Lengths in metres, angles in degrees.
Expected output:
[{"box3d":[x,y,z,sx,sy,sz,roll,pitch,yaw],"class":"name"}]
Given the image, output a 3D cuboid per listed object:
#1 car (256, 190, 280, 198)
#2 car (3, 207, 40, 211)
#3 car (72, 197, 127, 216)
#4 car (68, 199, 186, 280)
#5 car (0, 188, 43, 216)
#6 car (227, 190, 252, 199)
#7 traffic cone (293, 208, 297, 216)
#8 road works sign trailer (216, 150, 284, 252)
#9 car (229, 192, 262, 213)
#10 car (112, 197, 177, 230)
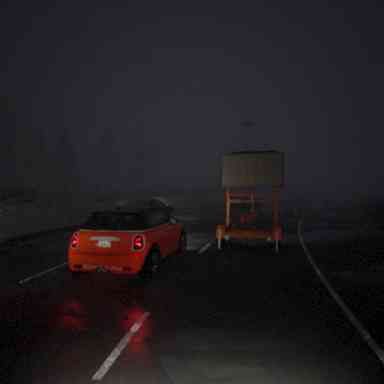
[{"box3d":[14.035,0.351,61.568,2.128,1.511,4.902,1,1,44],"class":"car"},{"box3d":[-12.499,1.115,23.737,1.812,1.442,4.674,0,1,19],"class":"car"},{"box3d":[-7.503,1.114,27.497,1.895,1.301,4.718,0,1,21],"class":"car"},{"box3d":[-1.582,1.176,9.705,2.097,1.767,4.553,0,1,11],"class":"car"},{"box3d":[-15.090,0.755,27.092,2.150,2.045,5.566,0,1,19],"class":"car"},{"box3d":[8.714,0.370,60.944,2.128,1.511,4.902,1,1,41],"class":"car"},{"box3d":[7.709,1.490,24.822,0.340,0.580,0.340,0,1,18],"class":"traffic cone"},{"box3d":[2.333,0.225,12.864,2.380,3.560,2.880,0,1,18],"class":"road works sign trailer"},{"box3d":[4.674,0.819,28.853,2.097,1.767,4.553,0,1,23],"class":"car"},{"box3d":[-2.602,1.123,19.667,1.882,1.535,5.008,0,1,17],"class":"car"}]
